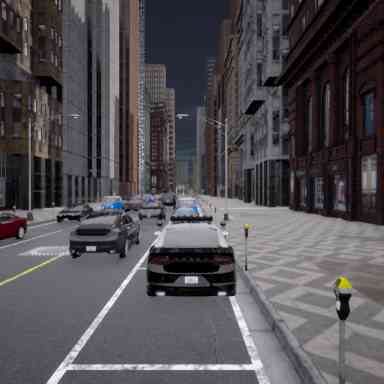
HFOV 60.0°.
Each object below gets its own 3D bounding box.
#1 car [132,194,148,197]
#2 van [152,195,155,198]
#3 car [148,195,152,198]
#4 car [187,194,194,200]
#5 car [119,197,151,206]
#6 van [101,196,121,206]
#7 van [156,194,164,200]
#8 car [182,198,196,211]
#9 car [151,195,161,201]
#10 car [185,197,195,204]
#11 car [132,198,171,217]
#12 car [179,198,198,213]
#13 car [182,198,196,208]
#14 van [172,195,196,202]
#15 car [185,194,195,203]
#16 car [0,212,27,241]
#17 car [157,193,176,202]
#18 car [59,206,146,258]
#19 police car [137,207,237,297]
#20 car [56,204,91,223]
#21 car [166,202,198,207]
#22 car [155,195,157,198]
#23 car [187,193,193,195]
[{"bbox_3d":[-8.911,1.337,53.906,2.192,1.841,5.009,0,0,0],"label":"car"},{"bbox_3d":[-8.911,1.369,65.180,1.690,1.788,3.998,0,0,0],"label":"van"},{"bbox_3d":[-8.910,1.570,59.543,1.887,1.381,4.507,0,0,0],"label":"car"},{"bbox_3d":[-0.386,1.484,93.370,1.967,1.590,4.097,0,0,0],"label":"car"},{"bbox_3d":[-6.229,1.561,37.140,2.033,1.411,5.357,0,0,0],"label":"car"},{"bbox_3d":[-8.911,1.354,36.996,1.690,1.788,3.998,0,0,0],"label":"van"},{"bbox_3d":[-8.911,1.385,93.363,1.690,1.788,3.998,0,0,0],"label":"van"},{"bbox_3d":[-0.385,1.541,42.814,1.752,1.417,4.829,0,0,0],"label":"car"},{"bbox_3d":[-8.911,1.478,82.090,1.967,1.590,4.097,0,0,0],"label":"car"},{"bbox_3d":[-0.385,1.594,65.189,1.947,1.339,4.313,0,0,0],"label":"car"},{"bbox_3d":[-3.063,1.500,26.298,2.128,1.511,4.902,0,0,0],"label":"car"},{"bbox_3d":[-0.386,1.453,37.008,1.967,1.590,4.097,0,0,0],"label":"car"},{"bbox_3d":[-0.385,1.570,48.280,2.008,1.369,4.403,0,0,0],"label":"car"},{"bbox_3d":[-0.386,1.348,25.735,1.690,1.788,3.998,0,0,0],"label":"van"},{"bbox_3d":[-0.386,1.346,70.826,2.192,1.841,5.009,0,0,0],"label":"car"},{"bbox_3d":[-8.910,1.547,14.449,1.887,1.381,4.507,0,0,0],"label":"car"},{"bbox_3d":[-3.051,1.239,44.801,2.150,2.045,5.566,0,0,0],"label":"car"},{"bbox_3d":[-3.147,1.507,12.797,1.837,1.490,4.892,0,0,0],"label":"car"},{"bbox_3d":[-0.012,1.426,8.760,1.930,1.638,5.238,0,0,0],"label":"police car"},{"bbox_3d":[-8.910,1.573,25.722,1.947,1.339,4.313,0,0,0],"label":"car"},{"bbox_3d":[-0.385,1.530,20.269,1.752,1.417,4.829,0,0,0],"label":"car"},{"bbox_3d":[-8.911,1.471,70.817,1.967,1.590,4.097,0,0,0],"label":"car"},{"bbox_3d":[-0.386,1.465,59.552,1.967,1.590,4.097,0,0,0],"label":"car"}]
